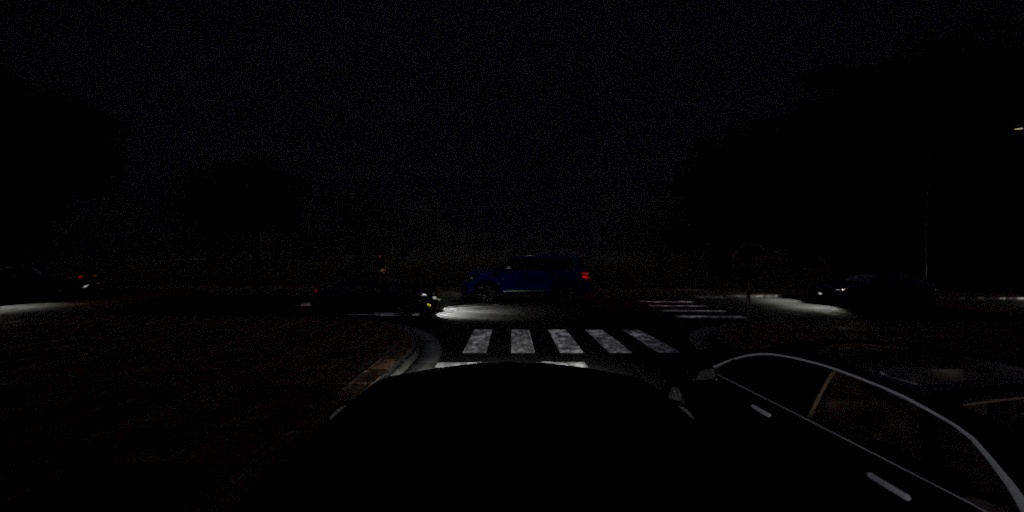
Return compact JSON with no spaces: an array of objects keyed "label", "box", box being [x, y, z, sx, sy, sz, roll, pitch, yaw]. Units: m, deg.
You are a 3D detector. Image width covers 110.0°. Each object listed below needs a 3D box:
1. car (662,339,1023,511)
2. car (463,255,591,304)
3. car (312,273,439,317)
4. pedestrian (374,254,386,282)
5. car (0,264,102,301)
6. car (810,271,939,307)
[{"label":"car","box":[2.635,1.300,2.602,2.007,1.370,4.403,0,0,0]},{"label":"car","box":[0.652,0.960,15.891,5.566,2.045,2.150,0,1,0]},{"label":"car","box":[-4.804,1.326,12.921,4.181,1.385,1.994,0,1,0]},{"label":"pedestrian","box":[-6.914,0.764,18.764,0.375,1.860,0.375,0,1,0]},{"label":"car","box":[-21.292,1.127,15.854,4.902,1.511,2.128,0,1,0]},{"label":"car","box":[16.007,1.411,15.917,4.674,1.442,1.812,1,1,0]}]
